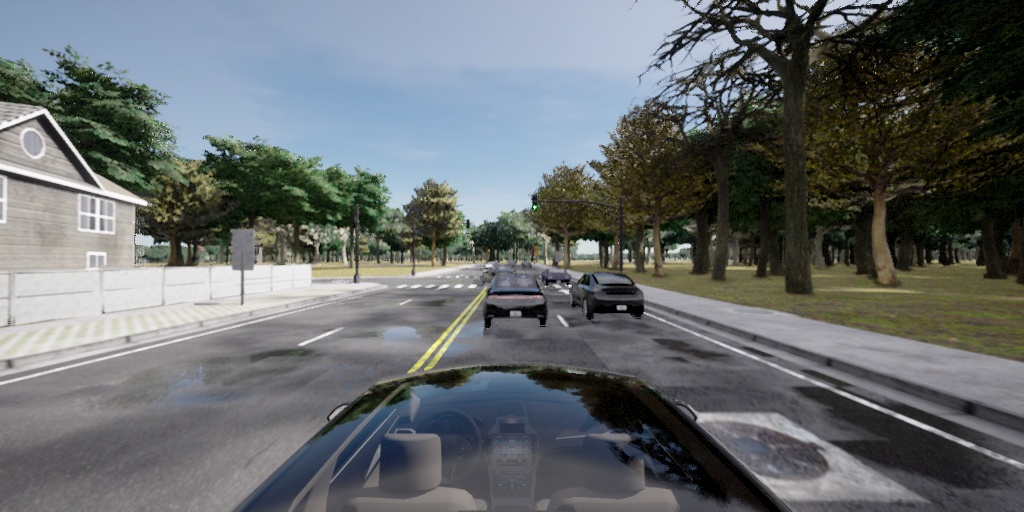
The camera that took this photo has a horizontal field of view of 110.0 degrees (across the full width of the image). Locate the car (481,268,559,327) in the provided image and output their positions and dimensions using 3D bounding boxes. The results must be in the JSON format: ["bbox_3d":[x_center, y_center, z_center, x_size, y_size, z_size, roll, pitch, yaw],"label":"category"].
[{"bbox_3d":[0.094,1.329,11.899,2.128,1.511,4.902,0,0,0],"label":"car"}]

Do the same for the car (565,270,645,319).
[{"bbox_3d":[3.343,1.353,13.330,1.837,1.490,4.892,0,-1,0],"label":"car"}]

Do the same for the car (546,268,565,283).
[{"bbox_3d":[3.338,1.572,27.915,1.895,1.301,4.718,0,0,0],"label":"car"}]

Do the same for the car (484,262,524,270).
[{"bbox_3d":[-1.072,1.464,27.887,2.128,1.511,4.902,1,0,-18],"label":"car"}]
